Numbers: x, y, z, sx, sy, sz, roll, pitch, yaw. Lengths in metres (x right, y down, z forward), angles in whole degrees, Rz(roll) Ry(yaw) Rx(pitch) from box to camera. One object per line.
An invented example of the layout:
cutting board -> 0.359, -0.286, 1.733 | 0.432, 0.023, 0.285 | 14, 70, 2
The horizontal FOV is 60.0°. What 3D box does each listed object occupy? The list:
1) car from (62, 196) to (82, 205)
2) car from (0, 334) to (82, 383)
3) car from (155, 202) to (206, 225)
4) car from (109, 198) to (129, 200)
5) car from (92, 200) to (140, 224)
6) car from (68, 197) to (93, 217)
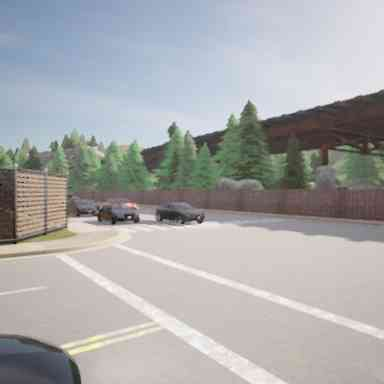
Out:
car -> -21.113, 1.489, 58.421 | 1.882, 1.535, 5.008 | 0, 0, -36
car -> -2.935, 1.525, 1.650 | 4.674, 1.442, 1.812 | 0, 0, -36
car -> -0.955, 1.516, 24.310 | 1.837, 1.490, 4.892 | 0, -1, -36
car -> -6.947, 1.361, 32.596 | 2.097, 1.767, 4.553 | 0, 0, -36
car -> -5.505, 1.570, 24.642 | 1.994, 1.385, 4.181 | 0, 0, -36
car -> -10.534, 1.511, 31.579 | 1.837, 1.490, 4.892 | 0, 0, -36
